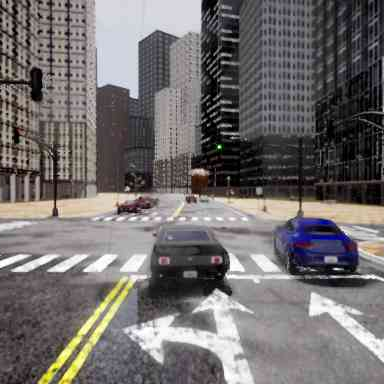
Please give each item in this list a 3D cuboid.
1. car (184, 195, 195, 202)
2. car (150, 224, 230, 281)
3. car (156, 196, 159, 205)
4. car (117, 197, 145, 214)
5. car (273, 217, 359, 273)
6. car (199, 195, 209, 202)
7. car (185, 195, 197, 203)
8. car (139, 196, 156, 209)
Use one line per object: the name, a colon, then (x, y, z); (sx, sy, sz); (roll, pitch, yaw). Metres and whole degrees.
car: (-0.572, 1.424, 76.218); (2.128, 1.511, 4.902); (0, 0, -4)
car: (-0.228, 1.600, 9.851); (1.895, 1.301, 4.718); (0, 0, -5)
car: (-6.573, 1.438, 55.705); (2.128, 1.511, 4.902); (0, 0, 0)
car: (-6.583, 1.544, 35.165); (1.994, 1.385, 4.181); (0, 0, 0)
car: (3.748, 1.525, 10.615); (1.812, 1.442, 4.674); (0, 0, 7)
car: (2.728, 1.425, 75.382); (1.812, 1.442, 4.674); (0, 0, -4)
car: (-0.066, 1.452, 65.632); (1.812, 1.442, 4.674); (0, 0, -2)
car: (-6.579, 1.317, 45.414); (2.097, 1.767, 4.553); (0, 0, 0)
